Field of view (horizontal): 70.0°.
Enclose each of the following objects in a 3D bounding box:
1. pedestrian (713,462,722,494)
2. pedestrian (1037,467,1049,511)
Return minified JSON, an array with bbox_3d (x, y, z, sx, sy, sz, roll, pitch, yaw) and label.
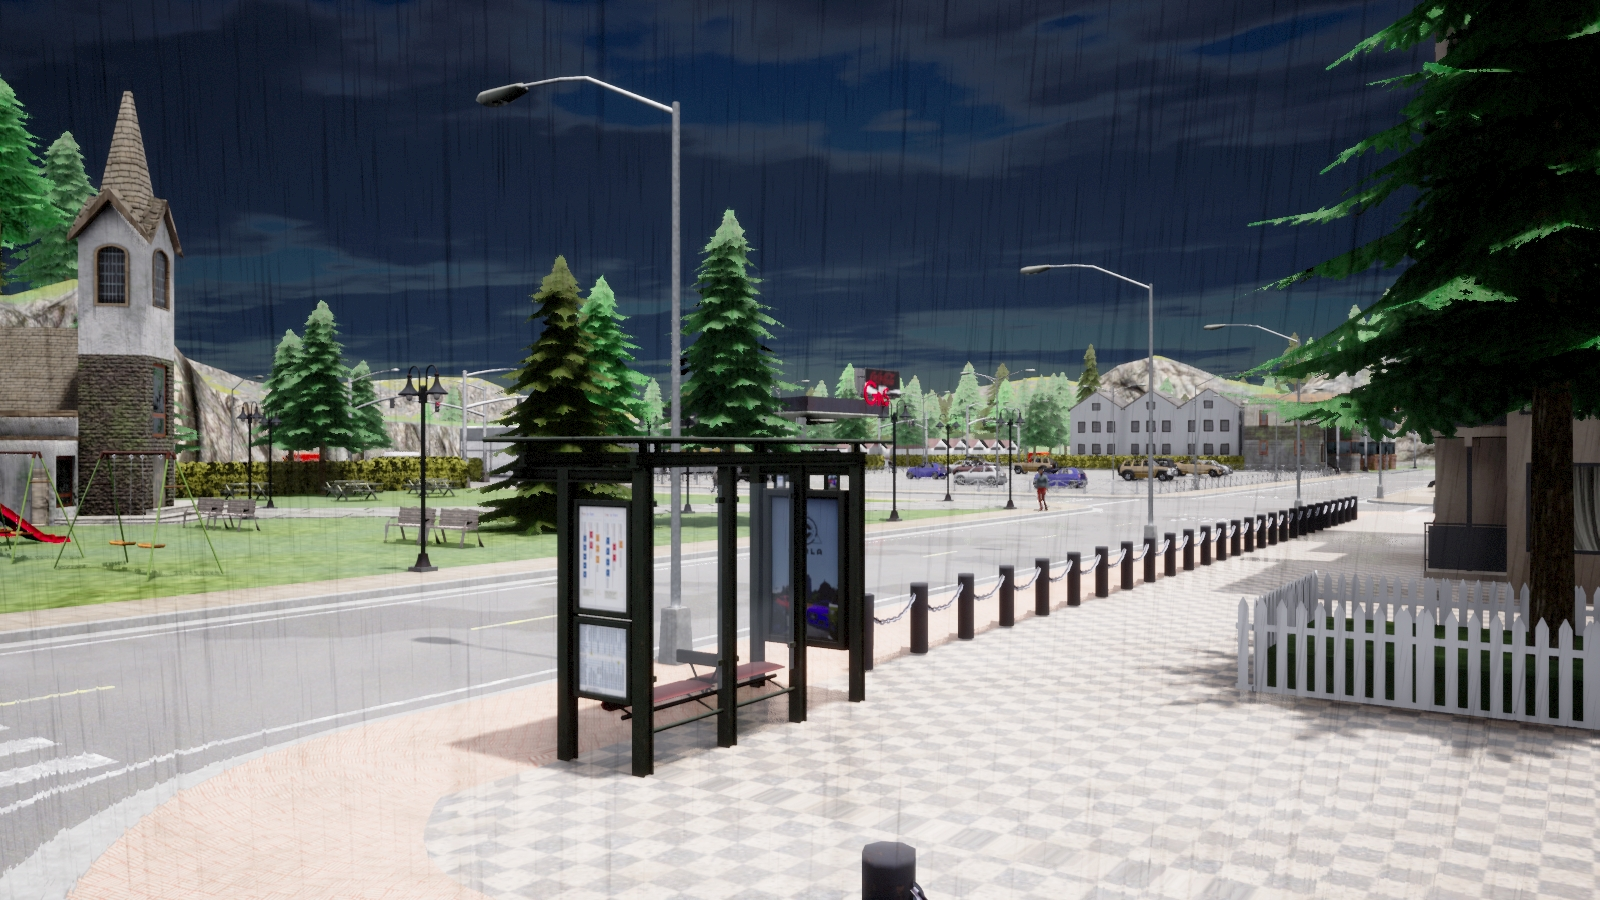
[{"bbox_3d":[-4.915,1.673,68.349,0.375,1.860,0.375,0,0,37],"label":"pedestrian"},{"bbox_3d":[10.346,1.669,48.667,0.375,1.860,0.375,0,0,36],"label":"pedestrian"}]
